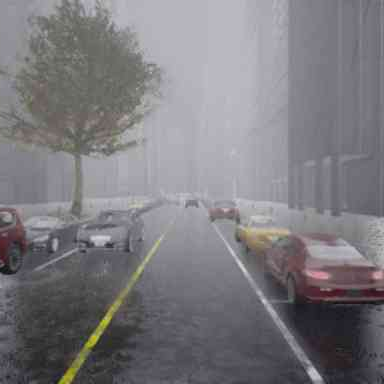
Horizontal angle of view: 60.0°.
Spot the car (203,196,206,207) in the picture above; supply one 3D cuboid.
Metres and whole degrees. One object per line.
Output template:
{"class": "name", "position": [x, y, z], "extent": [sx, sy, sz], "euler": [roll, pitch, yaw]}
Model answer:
{"class": "car", "position": [2.765, 1.556, 41.795], "extent": [2.008, 1.369, 4.403], "euler": [0, 0, 0]}

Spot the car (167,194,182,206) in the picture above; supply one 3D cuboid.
{"class": "car", "position": [-3.047, 1.538, 55.673], "extent": [1.812, 1.442, 4.674], "euler": [0, 0, 0]}

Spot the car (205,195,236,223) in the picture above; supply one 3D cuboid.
{"class": "car", "position": [2.389, 1.353, 25.788], "extent": [2.097, 1.767, 4.553], "euler": [0, 0, 0]}

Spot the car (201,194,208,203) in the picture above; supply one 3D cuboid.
{"class": "car", "position": [2.765, 1.448, 47.472], "extent": [1.967, 1.590, 4.097], "euler": [0, 0, 0]}

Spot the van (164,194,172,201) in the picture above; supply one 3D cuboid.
{"class": "van", "position": [-5.758, 1.369, 81.530], "extent": [1.690, 1.788, 3.998], "euler": [0, 0, 0]}

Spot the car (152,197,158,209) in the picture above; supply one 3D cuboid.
{"class": "car", "position": [-5.760, 1.588, 41.787], "extent": [1.802, 1.307, 4.206], "euler": [0, 0, 0]}

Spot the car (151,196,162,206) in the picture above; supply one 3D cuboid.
{"class": "car", "position": [-5.760, 1.590, 47.465], "extent": [1.802, 1.307, 4.206], "euler": [0, 0, 0]}

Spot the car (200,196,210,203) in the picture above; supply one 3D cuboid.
{"class": "car", "position": [2.767, 1.564, 70.183], "extent": [1.887, 1.381, 4.507], "euler": [0, 0, 0]}

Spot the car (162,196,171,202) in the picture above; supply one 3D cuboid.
{"class": "car", "position": [-5.758, 1.605, 75.852], "extent": [1.802, 1.307, 4.206], "euler": [0, 0, 0]}

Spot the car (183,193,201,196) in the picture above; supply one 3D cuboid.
{"class": "car", "position": [0.005, 1.366, 60.120], "extent": [2.097, 1.767, 4.553], "euler": [0, 0, 0]}

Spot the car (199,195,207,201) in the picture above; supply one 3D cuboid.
{"class": "car", "position": [2.768, 1.472, 87.216], "extent": [1.967, 1.590, 4.097], "euler": [0, 0, 0]}

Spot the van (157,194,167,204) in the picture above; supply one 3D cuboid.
{"class": "van", "position": [-5.759, 1.357, 64.497], "extent": [1.690, 1.788, 3.998], "euler": [0, 0, 0]}

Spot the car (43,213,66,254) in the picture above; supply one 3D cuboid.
{"class": "car", "position": [-5.763, 1.550, 13.400], "extent": [2.008, 1.369, 4.403], "euler": [0, 0, 0]}

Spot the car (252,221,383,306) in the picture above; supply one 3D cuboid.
{"class": "car", "position": [2.762, 1.581, 7.729], "extent": [1.802, 1.307, 4.206], "euler": [0, 0, 0]}

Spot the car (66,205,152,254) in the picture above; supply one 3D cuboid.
{"class": "car", "position": [-3.099, 1.491, 13.647], "extent": [2.128, 1.511, 4.902], "euler": [0, 0, 0]}

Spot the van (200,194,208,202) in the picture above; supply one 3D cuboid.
{"class": "van", "position": [2.767, 1.364, 75.861], "extent": [1.690, 1.788, 3.998], "euler": [0, 0, 0]}

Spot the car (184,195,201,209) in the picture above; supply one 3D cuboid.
{"class": "car", "position": [0.017, 1.511, 46.531], "extent": [1.837, 1.490, 4.892], "euler": [0, 0, 1]}

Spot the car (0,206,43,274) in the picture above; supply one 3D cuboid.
{"class": "car", "position": [-5.763, 1.314, 7.723], "extent": [2.192, 1.841, 5.009], "euler": [0, 0, 0]}

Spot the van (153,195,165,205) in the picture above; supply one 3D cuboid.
{"class": "van", "position": [-5.759, 1.354, 58.820], "extent": [1.690, 1.788, 3.998], "euler": [0, 0, 0]}

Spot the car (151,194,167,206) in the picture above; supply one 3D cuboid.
{"class": "car", "position": [-5.760, 1.326, 53.142], "extent": [2.192, 1.841, 5.009], "euler": [0, 0, 0]}

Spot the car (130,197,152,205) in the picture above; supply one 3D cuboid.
{"class": "car", "position": [-5.761, 1.529, 35.940], "extent": [1.752, 1.417, 4.829], "euler": [0, 0, 0]}

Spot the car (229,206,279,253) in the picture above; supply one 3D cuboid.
{"class": "car", "position": [2.762, 1.524, 13.577], "extent": [1.752, 1.417, 4.829], "euler": [0, 0, 0]}
